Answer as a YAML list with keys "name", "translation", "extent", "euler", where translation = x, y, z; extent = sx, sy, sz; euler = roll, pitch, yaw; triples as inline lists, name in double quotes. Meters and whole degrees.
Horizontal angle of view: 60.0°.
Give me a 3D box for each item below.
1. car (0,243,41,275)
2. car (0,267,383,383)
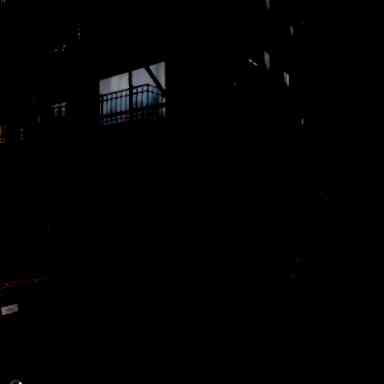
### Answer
- name: "car"
  translation: [-4.377, 1.513, 5.999]
  extent: [4.507, 1.381, 1.887]
  euler: [0, 0, 36]
- name: "car"
  translation: [0.211, 1.560, 2.725]
  extent: [4.313, 1.339, 1.947]
  euler: [0, 0, 36]
